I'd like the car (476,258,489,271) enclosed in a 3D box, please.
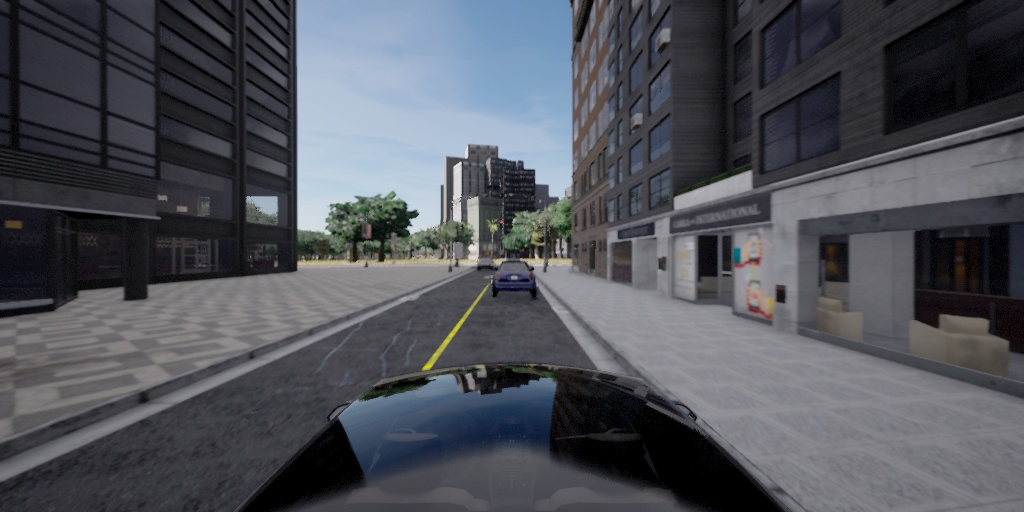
[{"bbox_3d":[-2.999,0.965,41.585,1.837,1.490,4.892,0,0,0],"label":"car"}]

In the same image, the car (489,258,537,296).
[{"bbox_3d":[0.106,0.992,18.522,2.097,1.767,4.553,0,0,0],"label":"car"}]
